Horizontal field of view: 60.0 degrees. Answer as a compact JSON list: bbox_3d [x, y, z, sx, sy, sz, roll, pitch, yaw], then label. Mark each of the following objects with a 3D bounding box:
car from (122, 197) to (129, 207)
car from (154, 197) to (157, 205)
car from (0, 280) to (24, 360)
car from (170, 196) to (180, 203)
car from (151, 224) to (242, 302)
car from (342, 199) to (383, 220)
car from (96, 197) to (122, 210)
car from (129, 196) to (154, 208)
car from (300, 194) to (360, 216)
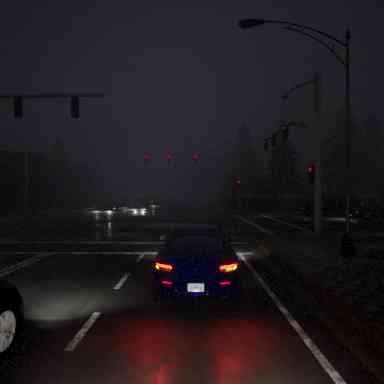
[{"bbox_3d":[-10.630,1.477,51.240,1.882,1.535,5.008,0,0,0],"label":"car"},{"bbox_3d":[-7.105,1.505,57.332,1.837,1.490,4.892,0,0,1],"label":"car"},{"bbox_3d":[-3.441,1.505,3.053,1.837,1.490,4.892,0,0,0],"label":"car"},{"bbox_3d":[-3.477,1.477,69.696,1.882,1.535,5.008,0,0,0],"label":"car"},{"bbox_3d":[0.131,1.526,8.186,1.812,1.442,4.674,0,0,2],"label":"car"},{"bbox_3d":[15.886,1.547,27.706,5.357,1.411,2.033,0,0,0],"label":"car"},{"bbox_3d":[-10.623,1.526,42.037,1.812,1.442,4.674,0,0,0],"label":"car"},{"bbox_3d":[-7.108,1.491,47.257,2.128,1.511,4.902,0,0,0],"label":"car"},{"bbox_3d":[13.064,1.222,31.205,5.566,2.045,2.150,0,0,0],"label":"car"}]
